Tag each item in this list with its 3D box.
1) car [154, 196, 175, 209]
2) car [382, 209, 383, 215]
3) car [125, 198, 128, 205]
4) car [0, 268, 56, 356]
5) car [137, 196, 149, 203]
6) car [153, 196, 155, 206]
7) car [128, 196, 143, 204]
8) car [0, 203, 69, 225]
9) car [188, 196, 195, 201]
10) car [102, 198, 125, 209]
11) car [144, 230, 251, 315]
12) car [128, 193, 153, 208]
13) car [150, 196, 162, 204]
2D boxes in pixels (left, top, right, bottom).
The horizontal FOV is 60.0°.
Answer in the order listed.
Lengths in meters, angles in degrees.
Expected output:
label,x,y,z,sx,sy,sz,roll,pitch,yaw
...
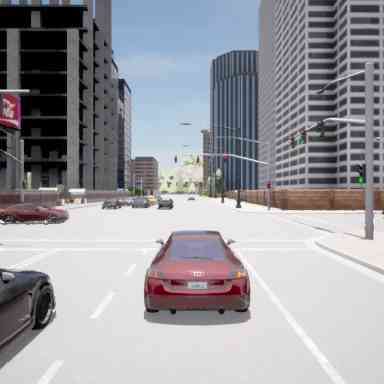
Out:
label,x,y,z,sx,sy,sz,roll,pitch,yaw
car,-3.509,1.491,45.615,2.128,1.511,4.902,0,0,0
car,18.502,1.601,27.603,4.718,1.301,1.895,0,0,0
car,-10.645,1.601,53.601,1.895,1.301,4.718,0,0,0
car,-3.414,1.564,4.263,1.994,1.385,4.181,0,0,0
car,-10.627,1.552,72.743,1.994,1.385,4.181,0,0,0
car,-7.129,1.477,56.373,1.882,1.535,5.008,0,0,0
car,-10.622,1.564,62.749,1.994,1.385,4.181,0,0,0
car,-11.203,1.525,23.695,4.674,1.442,1.812,0,0,-1
car,-0.148,1.595,84.260,1.895,1.301,4.718,0,0,0
car,-10.669,1.526,44.493,1.812,1.442,4.674,0,0,0
car,0.088,1.564,7.680,1.994,1.385,4.181,0,0,0
car,-7.166,1.352,47.037,2.097,1.767,4.553,0,0,0
car,-7.117,1.505,66.571,1.837,1.490,4.892,0,0,0
